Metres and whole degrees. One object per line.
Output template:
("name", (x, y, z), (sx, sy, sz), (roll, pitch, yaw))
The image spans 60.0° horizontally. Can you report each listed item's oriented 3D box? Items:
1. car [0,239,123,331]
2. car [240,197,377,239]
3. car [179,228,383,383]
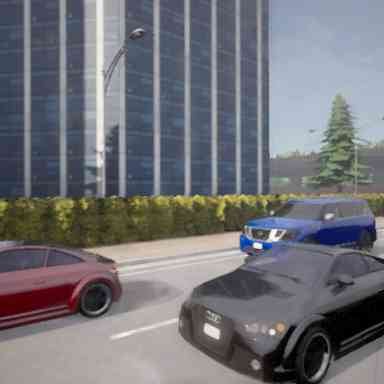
("car", (-3.379, 1.582, 5.868), (4.181, 1.385, 1.994), (0, 0, -36))
("car", (4.154, 1.216, 11.382), (5.566, 2.045, 2.150), (0, 0, -36))
("car", (1.858, 1.562, 5.364), (4.181, 1.385, 1.994), (0, 0, -36))
